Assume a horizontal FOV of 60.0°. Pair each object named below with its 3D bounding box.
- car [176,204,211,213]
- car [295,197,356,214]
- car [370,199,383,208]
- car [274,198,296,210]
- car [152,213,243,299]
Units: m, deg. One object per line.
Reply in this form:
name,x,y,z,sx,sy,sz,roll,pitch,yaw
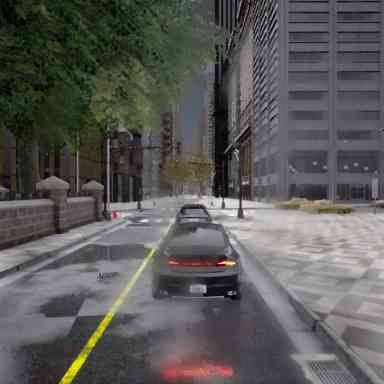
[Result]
car,0.094,1.440,18.565,2.033,1.649,4.856,0,0,0
car,12.399,1.341,30.496,4.829,1.417,1.752,-1,1,0
car,23.436,1.144,38.962,4.829,1.417,1.752,-1,1,0
car,12.095,1.329,39.022,4.829,1.417,1.752,-1,1,0
car,0.111,1.508,8.435,1.837,1.490,4.892,0,0,0
